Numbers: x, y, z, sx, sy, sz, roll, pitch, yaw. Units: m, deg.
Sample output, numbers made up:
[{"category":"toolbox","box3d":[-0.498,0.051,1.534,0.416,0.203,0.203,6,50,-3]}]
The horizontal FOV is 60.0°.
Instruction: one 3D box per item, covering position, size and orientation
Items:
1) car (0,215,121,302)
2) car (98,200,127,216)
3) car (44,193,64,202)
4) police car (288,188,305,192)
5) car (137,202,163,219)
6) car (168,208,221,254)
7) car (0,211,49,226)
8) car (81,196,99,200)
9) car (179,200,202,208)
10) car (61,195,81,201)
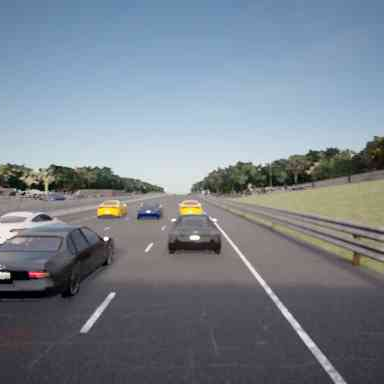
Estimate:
[{"category":"car","box3d":[-3.401,1.552,8.498,2.033,1.411,5.357,0,0,0]},{"category":"car","box3d":[-7.151,1.500,30.318,1.882,1.535,5.008,0,0,-1]},{"category":"car","box3d":[-25.520,1.237,62.180,2.150,2.045,5.566,0,0,-1]},{"category":"police car","box3d":[24.331,-0.460,78.029,1.930,1.638,5.238,0,-4,-14]},{"category":"car","box3d":[-3.632,1.588,29.392,1.994,1.385,4.181,0,0,-1]},{"category":"car","box3d":[0.091,1.573,13.637,1.994,1.385,4.181,0,0,0]},{"category":"car","box3d":[-6.909,1.536,14.116,1.812,1.442,4.674,0,0,0]},{"category":"car","box3d":[-18.538,1.515,62.412,2.128,1.511,4.902,0,0,-1]},{"category":"car","box3d":[-0.149,1.503,30.310,1.882,1.535,5.008,0,0,-1]},{"category":"car","box3d":[-22.023,1.560,62.311,2.033,1.411,5.357,0,0,-1]}]
